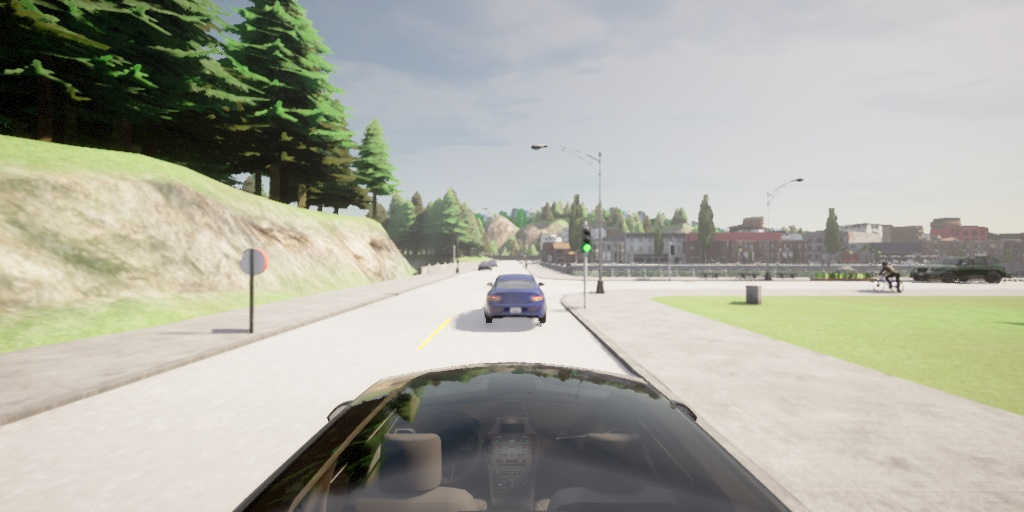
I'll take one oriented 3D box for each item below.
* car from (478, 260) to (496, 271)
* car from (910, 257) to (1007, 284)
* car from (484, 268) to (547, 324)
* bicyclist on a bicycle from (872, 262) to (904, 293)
[{"bbox_3d":[-3.907,1.472,52.704,2.033,1.411,5.357,0,0,1],"label":"car"},{"bbox_3d":[34.334,1.069,27.666,5.566,2.045,2.150,0,0,0],"label":"car"},{"bbox_3d":[0.115,1.311,11.990,1.812,1.442,4.674,0,0,0],"label":"car"},{"bbox_3d":[20.236,1.164,19.317,0.582,1.620,1.656,0,0,0],"label":"bicyclist on a bicycle"}]
